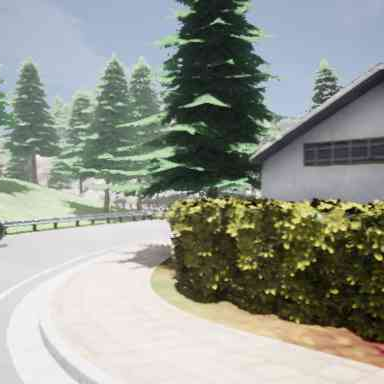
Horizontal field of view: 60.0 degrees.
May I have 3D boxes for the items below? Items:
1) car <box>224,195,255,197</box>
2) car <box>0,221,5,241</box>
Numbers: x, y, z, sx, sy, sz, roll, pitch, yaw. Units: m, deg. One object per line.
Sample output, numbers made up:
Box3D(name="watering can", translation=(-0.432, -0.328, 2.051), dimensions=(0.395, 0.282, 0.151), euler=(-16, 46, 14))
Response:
Box3D(name="car", translation=(4.395, 1.227, 27.501), dimensions=(2.150, 2.045, 5.566), euler=(0, 0, 36))
Box3D(name="car", translation=(-9.021, 1.514, 11.818), dimensions=(1.837, 1.490, 4.892), euler=(-1, 0, 13))
